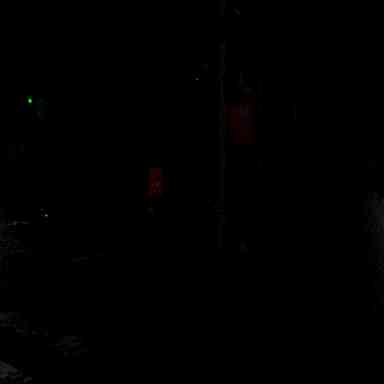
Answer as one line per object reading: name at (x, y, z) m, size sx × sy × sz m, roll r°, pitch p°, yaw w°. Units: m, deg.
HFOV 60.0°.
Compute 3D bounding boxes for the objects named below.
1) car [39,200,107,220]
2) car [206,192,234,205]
car at (-8.782, 1.268, 24.734) m, size 1.895 × 1.301 × 4.718 m, roll 0°, pitch 1°, yaw 35°
car at (3.607, 0.786, 42.419) m, size 2.128 × 1.511 × 4.902 m, roll 0°, pitch 1°, yaw 35°
